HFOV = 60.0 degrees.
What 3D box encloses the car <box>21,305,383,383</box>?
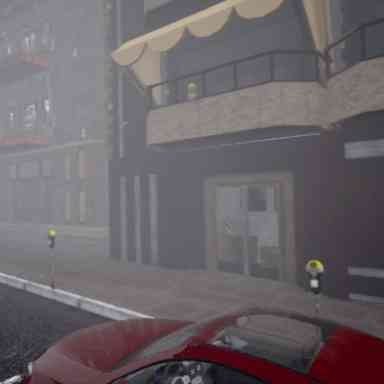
[{"bbox_3d":[0.397,1.583,2.462,4.206,1.307,1.802,0,-2,36],"label":"car"}]
